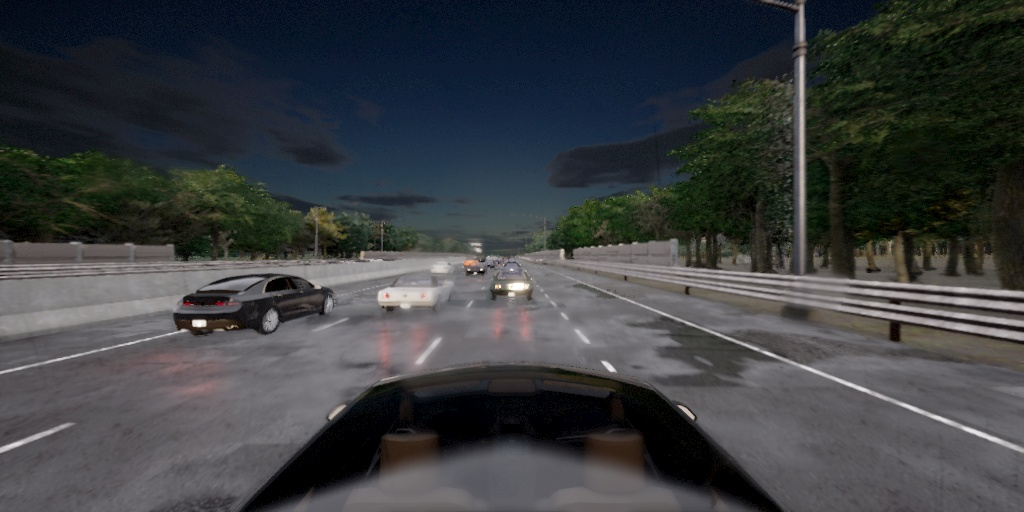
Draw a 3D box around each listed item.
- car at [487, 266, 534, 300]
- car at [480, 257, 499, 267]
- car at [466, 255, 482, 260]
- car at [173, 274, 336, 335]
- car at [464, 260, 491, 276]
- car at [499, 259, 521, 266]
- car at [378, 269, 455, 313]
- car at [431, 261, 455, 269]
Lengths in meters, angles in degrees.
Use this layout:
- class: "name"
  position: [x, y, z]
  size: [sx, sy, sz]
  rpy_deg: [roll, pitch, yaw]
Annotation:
- class: "car"
  position: [-0.001, 1.356, 17.645]
  size: [1.895, 1.301, 4.718]
  rpy_deg: [0, 0, 0]
- class: "car"
  position: [-3.505, 1.249, 56.586]
  size: [2.033, 1.411, 5.357]
  rpy_deg: [0, 0, 0]
- class: "car"
  position: [-7.005, 1.044, 62.523]
  size: [2.097, 1.767, 4.553]
  rpy_deg: [0, 0, 0]
- class: "car"
  position: [-7.001, 1.262, 10.444]
  size: [1.837, 1.490, 4.892]
  rpy_deg: [0, 0, 0]
- class: "car"
  position: [-3.503, 1.338, 36.534]
  size: [1.895, 1.301, 4.718]
  rpy_deg: [0, 0, 0]
- class: "car"
  position: [-0.003, 1.301, 36.514]
  size: [1.994, 1.385, 4.181]
  rpy_deg: [0, 0, 0]
- class: "car"
  position: [-3.500, 1.356, 14.047]
  size: [1.895, 1.301, 4.718]
  rpy_deg: [0, 0, 0]
- class: "car"
  position: [-7.004, 1.262, 36.525]
  size: [1.812, 1.442, 4.674]
  rpy_deg: [0, 0, 0]
